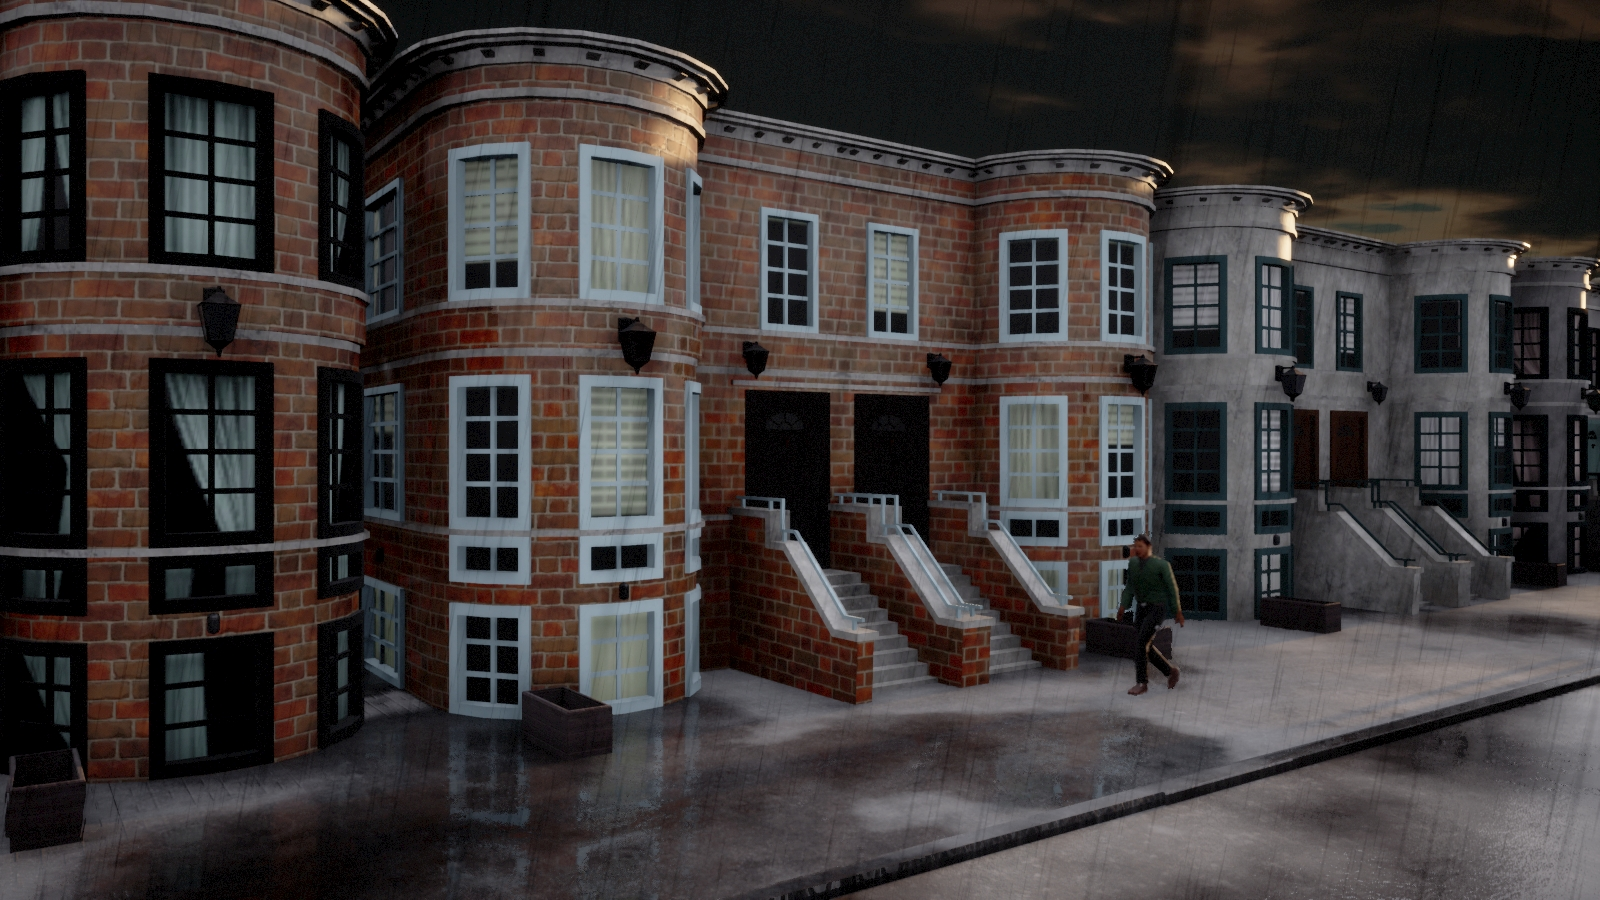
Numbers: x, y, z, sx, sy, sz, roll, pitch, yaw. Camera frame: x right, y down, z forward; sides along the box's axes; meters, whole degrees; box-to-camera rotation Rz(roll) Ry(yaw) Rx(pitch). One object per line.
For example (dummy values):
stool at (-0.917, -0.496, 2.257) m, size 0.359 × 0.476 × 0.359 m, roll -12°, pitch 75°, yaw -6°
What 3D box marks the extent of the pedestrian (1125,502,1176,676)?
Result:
pedestrian at (3.873, 1.522, 12.626) m, size 0.375 × 1.860 × 0.375 m, roll 0°, pitch 0°, yaw -28°
